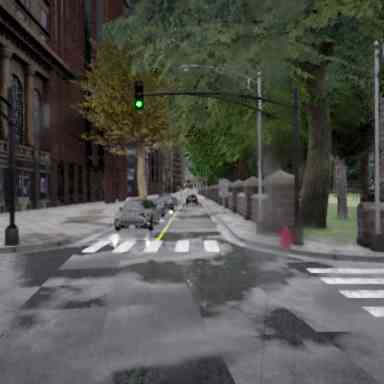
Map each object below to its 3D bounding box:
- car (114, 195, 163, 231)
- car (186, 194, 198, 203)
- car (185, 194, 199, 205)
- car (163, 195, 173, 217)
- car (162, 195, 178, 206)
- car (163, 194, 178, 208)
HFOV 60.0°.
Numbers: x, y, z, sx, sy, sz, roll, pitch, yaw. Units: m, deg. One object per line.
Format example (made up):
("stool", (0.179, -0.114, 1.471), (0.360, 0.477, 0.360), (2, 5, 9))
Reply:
("car", (-3.106, 1.208, 19.483), (2.097, 1.767, 4.553), (0, 0, 0))
("car", (-0.026, 1.133, 60.387), (1.994, 1.385, 4.181), (0, 0, 0))
("car", (-0.023, 1.126, 50.352), (1.837, 1.490, 4.892), (0, 0, 0))
("car", (-3.107, 1.281, 28.573), (2.128, 1.511, 4.902), (0, 0, 0))
("car", (-3.086, 1.224, 48.254), (1.994, 1.385, 4.181), (0, 0, 0))
("car", (-3.110, 1.075, 38.261), (2.097, 1.767, 4.553), (0, 0, 0))
